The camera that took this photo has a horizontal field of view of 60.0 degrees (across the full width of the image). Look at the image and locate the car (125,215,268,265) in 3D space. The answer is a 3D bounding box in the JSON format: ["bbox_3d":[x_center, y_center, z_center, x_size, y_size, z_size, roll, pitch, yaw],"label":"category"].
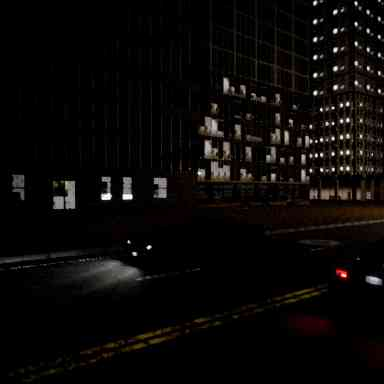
[{"bbox_3d":[0.376,1.547,11.937,5.357,1.411,2.033,0,0,-35],"label":"car"}]

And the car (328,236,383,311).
[{"bbox_3d":[5.118,1.547,7.088,5.357,1.411,2.033,0,0,-35],"label":"car"}]
